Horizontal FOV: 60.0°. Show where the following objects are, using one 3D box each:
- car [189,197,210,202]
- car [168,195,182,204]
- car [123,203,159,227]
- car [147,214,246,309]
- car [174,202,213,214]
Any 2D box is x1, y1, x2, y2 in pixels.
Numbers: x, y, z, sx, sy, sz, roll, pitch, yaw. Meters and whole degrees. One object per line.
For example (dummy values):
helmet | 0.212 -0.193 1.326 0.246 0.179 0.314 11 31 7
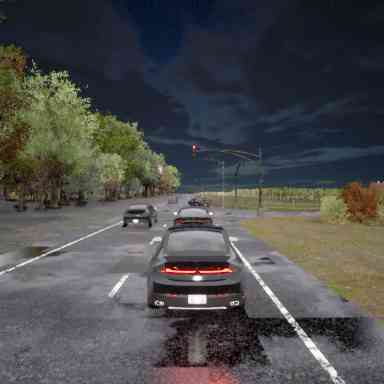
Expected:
car | 0.925 1.506 48.053 1.837 1.490 4.892 -3 1 -23
car | -3.549 1.494 63.535 2.128 1.511 4.902 0 0 0
car | -3.451 1.510 22.746 1.837 1.490 4.892 0 0 0
car | 0.081 1.507 7.855 1.837 1.490 4.892 0 0 0
car | 0.063 1.482 17.100 1.882 1.535 5.008 0 0 0
